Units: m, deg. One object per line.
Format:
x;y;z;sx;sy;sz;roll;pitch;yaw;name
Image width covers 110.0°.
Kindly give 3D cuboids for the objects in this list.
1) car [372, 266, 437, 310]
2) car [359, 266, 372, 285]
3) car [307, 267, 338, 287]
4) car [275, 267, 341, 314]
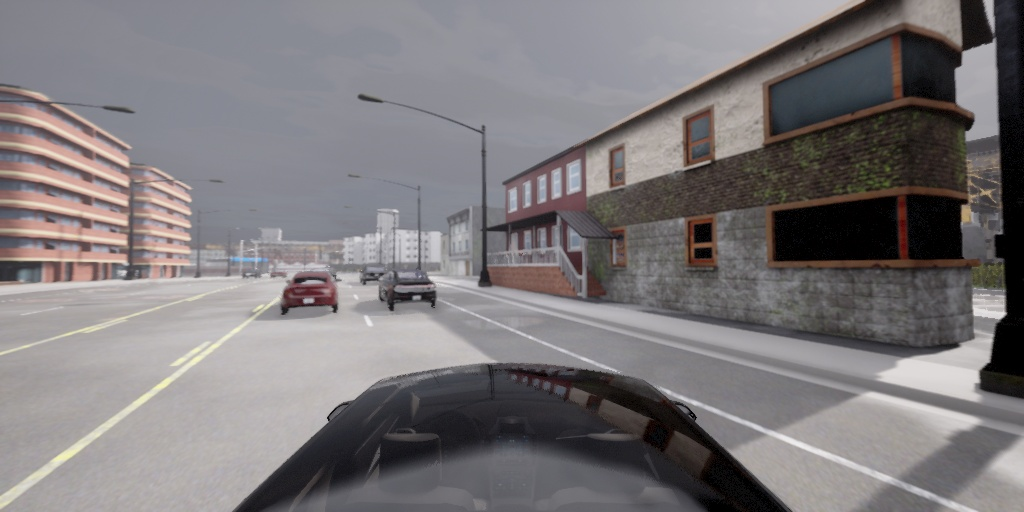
-4.568;1.327;15.408;2.128;1.511;4.902;0;0;-26;car
-10.804;1.445;28.032;2.033;1.411;5.357;0;-1;-26;car
-14.261;1.491;27.142;1.895;1.301;4.718;0;-1;-26;car
-7.879;1.341;14.219;1.812;1.442;4.674;0;0;-26;car
